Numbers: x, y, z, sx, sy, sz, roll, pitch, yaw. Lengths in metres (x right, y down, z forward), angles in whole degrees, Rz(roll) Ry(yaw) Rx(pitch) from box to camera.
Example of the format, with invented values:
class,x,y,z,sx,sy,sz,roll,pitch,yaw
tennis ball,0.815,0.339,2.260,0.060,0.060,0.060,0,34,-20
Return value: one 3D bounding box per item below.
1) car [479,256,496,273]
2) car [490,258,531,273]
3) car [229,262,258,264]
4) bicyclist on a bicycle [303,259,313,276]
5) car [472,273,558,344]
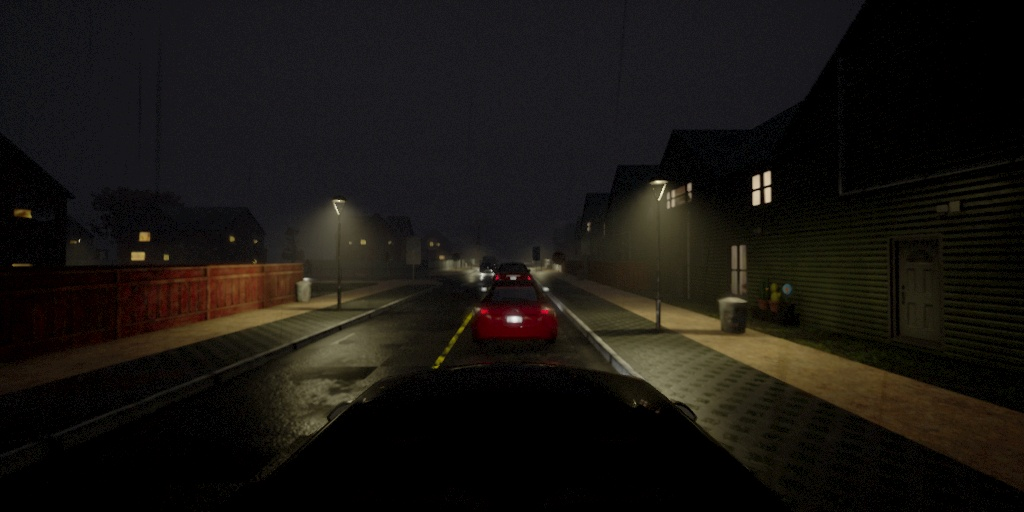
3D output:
class,x,y,z,sx,sy,sz,roll,pitch,yaw
car,-2.920,1.041,45.858,2.150,2.045,5.566,0,0,0
car,-0.001,1.128,19.816,2.097,1.767,4.553,0,0,-2
car,-21.919,1.274,29.794,4.892,1.490,1.837,0,-1,0
bicyclist on a bicycle,-20.272,1.146,35.668,0.582,1.620,1.656,0,0,-1
car,0.078,1.326,9.647,1.994,1.385,4.181,0,0,1
